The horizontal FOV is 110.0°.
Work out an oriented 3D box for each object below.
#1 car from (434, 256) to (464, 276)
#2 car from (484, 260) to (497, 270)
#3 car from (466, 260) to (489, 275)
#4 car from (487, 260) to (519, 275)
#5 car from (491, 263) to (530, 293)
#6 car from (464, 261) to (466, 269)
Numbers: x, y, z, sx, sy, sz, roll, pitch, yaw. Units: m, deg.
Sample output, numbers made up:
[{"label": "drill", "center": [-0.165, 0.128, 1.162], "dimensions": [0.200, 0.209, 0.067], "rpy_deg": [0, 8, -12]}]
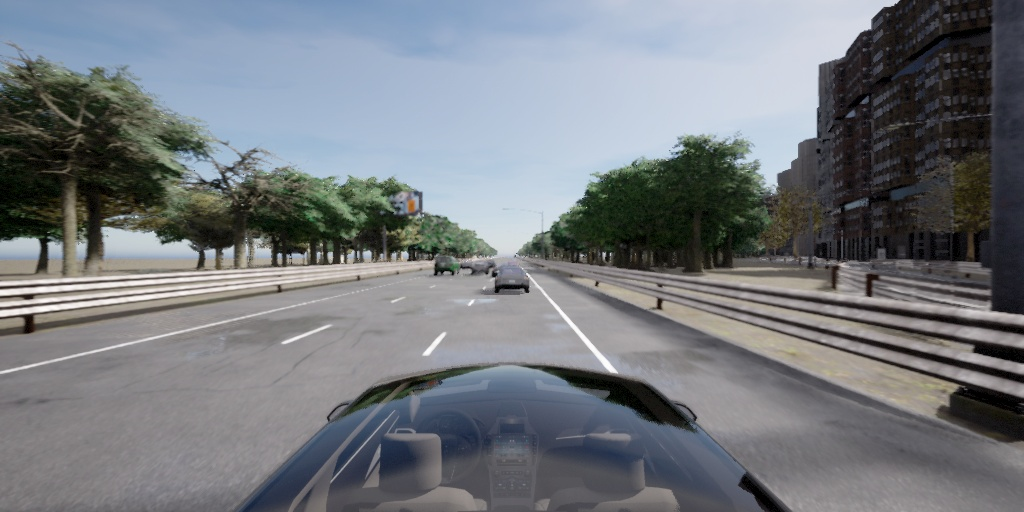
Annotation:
[{"label": "car", "center": [-6.988, 1.038, 38.972], "dimensions": [2.150, 2.045, 5.566], "rpy_deg": [0, 0, 0]}, {"label": "car", "center": [-3.425, 1.354, 58.166], "dimensions": [1.837, 1.490, 4.892], "rpy_deg": [0, 0, 0]}, {"label": "car", "center": [-3.476, 1.310, 40.340], "dimensions": [2.128, 1.511, 4.902], "rpy_deg": [0, 0, 0]}, {"label": "car", "center": [-0.430, 1.368, 34.597], "dimensions": [1.994, 1.385, 4.181], "rpy_deg": [0, 0, 21]}, {"label": "car", "center": [0.002, 1.336, 21.256], "dimensions": [1.994, 1.385, 4.181], "rpy_deg": [0, 0, 0]}, {"label": "car", "center": [-6.929, 1.412, 57.505], "dimensions": [1.994, 1.385, 4.181], "rpy_deg": [0, 0, 0]}]
